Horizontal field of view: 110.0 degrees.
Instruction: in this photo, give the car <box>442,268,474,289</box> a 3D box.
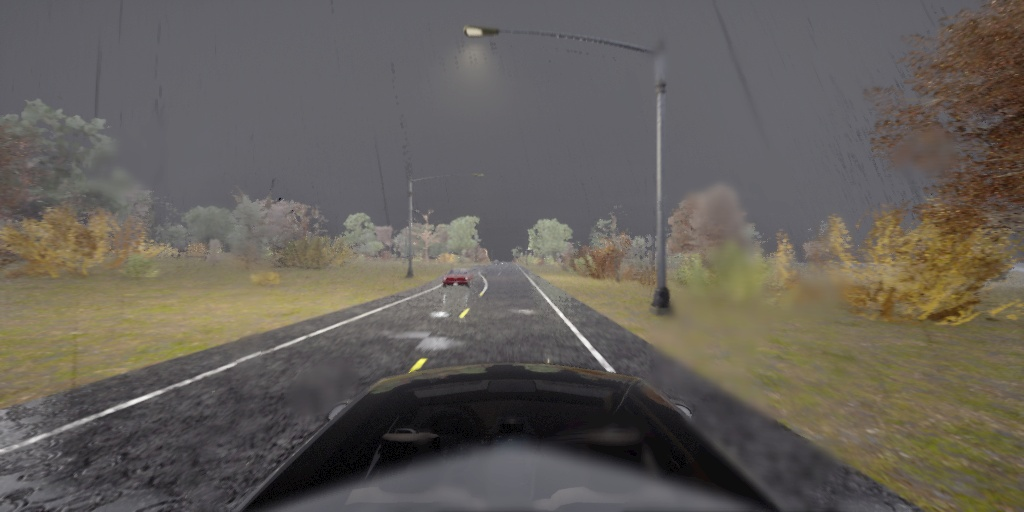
[{"bbox_3d":[-3.792,1.569,25.671,1.895,1.301,4.718,0,-1,-3],"label":"car"}]
